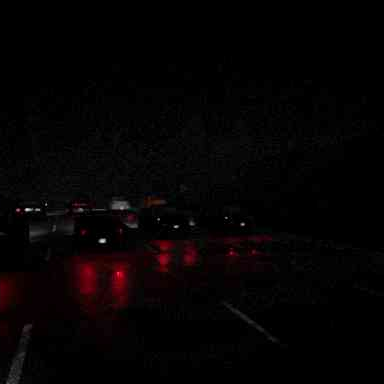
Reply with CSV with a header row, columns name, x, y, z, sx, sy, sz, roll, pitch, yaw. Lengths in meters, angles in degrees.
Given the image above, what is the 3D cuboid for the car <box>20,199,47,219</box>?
name,x,y,z,sx,sy,sz,roll,pitch,yaw
car,-11.880,1.209,24.594,2.033,1.411,5.357,0,1,-21

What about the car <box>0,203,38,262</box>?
name,x,y,z,sx,sy,sz,roll,pitch,yaw
car,-6.603,1.327,11.023,2.128,1.511,4.902,0,1,-20

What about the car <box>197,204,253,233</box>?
name,x,y,z,sx,sy,sz,roll,pitch,yaw
car,1.694,1.388,18.750,1.812,1.442,4.674,0,1,-21

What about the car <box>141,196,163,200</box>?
name,x,y,z,sx,sy,sz,roll,pitch,yaw
car,-3.982,1.154,33.327,1.882,1.535,5.008,0,0,-21

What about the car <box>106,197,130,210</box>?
name,x,y,z,sx,sy,sz,roll,pitch,yaw
car,-7.059,1.182,31.573,1.812,1.442,4.674,0,1,-21

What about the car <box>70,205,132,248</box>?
name,x,y,z,sx,sy,sz,roll,pitch,yaw
car,-4.020,1.439,14.085,1.895,1.301,4.718,0,1,-21

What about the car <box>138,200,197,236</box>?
name,x,y,z,sx,sy,sz,roll,pitch,yaw
car,-1.556,1.362,17.452,1.812,1.442,4.674,0,1,-21

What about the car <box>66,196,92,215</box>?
name,x,y,z,sx,sy,sz,roll,pitch,yaw
car,-9.976,1.149,29.413,1.837,1.490,4.892,0,1,-21
